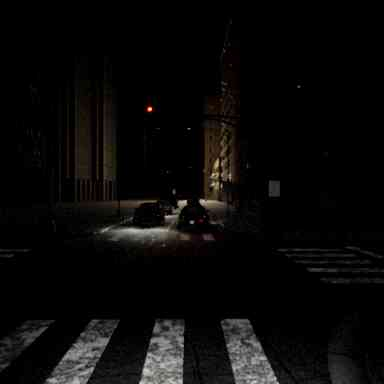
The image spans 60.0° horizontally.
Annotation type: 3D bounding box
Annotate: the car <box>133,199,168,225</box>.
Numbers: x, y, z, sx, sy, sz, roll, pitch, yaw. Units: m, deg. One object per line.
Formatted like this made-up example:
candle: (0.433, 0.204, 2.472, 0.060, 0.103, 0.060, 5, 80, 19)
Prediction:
car: (-3.068, 1.499, 24.418, 1.882, 1.535, 5.008, 0, 0, 0)

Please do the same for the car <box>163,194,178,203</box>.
car: (-3.029, 1.260, 45.093, 2.150, 2.045, 5.566, 0, 0, 1)

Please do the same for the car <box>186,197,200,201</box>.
car: (0.157, 1.520, 49.871, 1.882, 1.535, 5.008, 0, 0, 0)

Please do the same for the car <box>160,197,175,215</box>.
car: (-3.057, 1.555, 34.382, 1.812, 1.442, 4.674, 0, 0, 0)

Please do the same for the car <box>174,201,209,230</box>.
car: (0.099, 1.544, 21.394, 1.812, 1.442, 4.674, 0, 0, 2)
